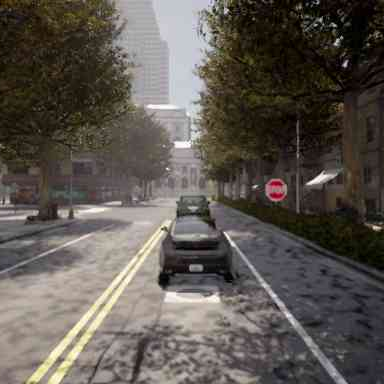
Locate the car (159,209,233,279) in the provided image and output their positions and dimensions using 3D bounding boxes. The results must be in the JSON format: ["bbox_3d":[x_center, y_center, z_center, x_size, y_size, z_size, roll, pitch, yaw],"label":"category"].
[{"bbox_3d":[0.094,1.474,9.931,1.837,1.490,4.892,0,0,0],"label":"car"}]

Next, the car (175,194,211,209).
[{"bbox_3d":[0.067,1.155,22.133,2.150,2.045,5.566,0,0,0],"label":"car"}]
